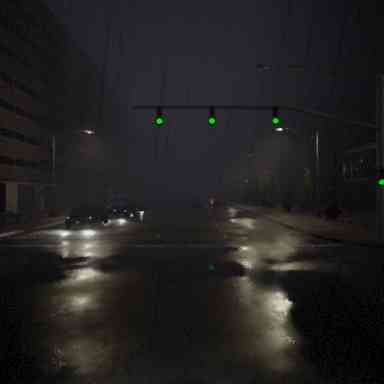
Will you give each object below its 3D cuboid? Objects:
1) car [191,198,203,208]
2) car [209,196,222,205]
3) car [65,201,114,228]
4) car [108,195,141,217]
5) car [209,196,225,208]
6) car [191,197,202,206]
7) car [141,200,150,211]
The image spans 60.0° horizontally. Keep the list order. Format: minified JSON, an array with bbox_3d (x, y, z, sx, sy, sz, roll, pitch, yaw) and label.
[{"bbox_3d":[0.761,1.743,52.748,2.033,1.411,5.357,0,0,1],"label":"car"},{"bbox_3d":[4.412,1.589,63.114,2.097,1.767,4.553,0,0,1],"label":"car"},{"bbox_3d":[-7.069,1.601,22.913,1.812,1.442,4.674,0,0,1],"label":"car"},{"bbox_3d":[-6.919,1.338,32.823,2.150,2.045,5.566,0,0,2],"label":"car"},{"bbox_3d":[4.273,1.687,53.250,2.128,1.511,4.902,0,0,1],"label":"car"},{"bbox_3d":[0.925,1.788,63.474,2.033,1.411,5.357,0,0,1],"label":"car"},{"bbox_3d":[-6.665,1.708,43.283,2.033,1.411,5.357,0,0,1],"label":"car"}]
